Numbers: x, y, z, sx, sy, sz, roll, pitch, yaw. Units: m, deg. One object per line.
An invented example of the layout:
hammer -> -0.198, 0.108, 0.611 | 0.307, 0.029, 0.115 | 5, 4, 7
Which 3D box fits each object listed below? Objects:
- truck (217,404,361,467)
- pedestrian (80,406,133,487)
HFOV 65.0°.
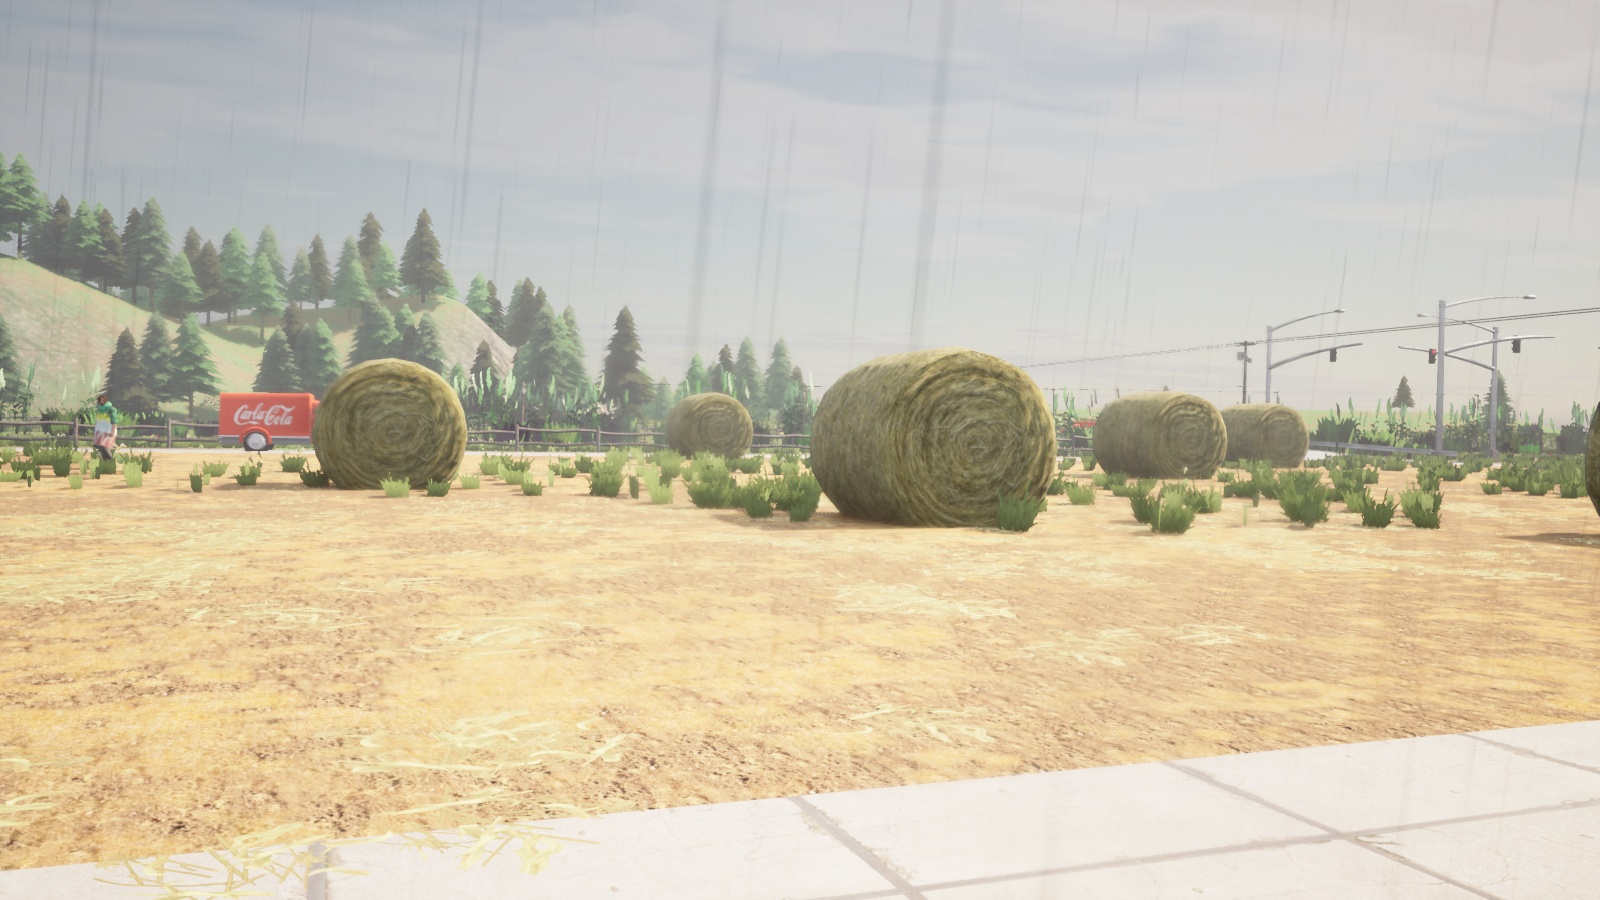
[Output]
truck -> -20.737, -0.624, 51.266 | 5.204, 2.467, 2.627 | -1, 1, -17
pedestrian -> -17.004, -0.083, 30.797 | 0.659, 1.952, 0.873 | 0, 1, 24
